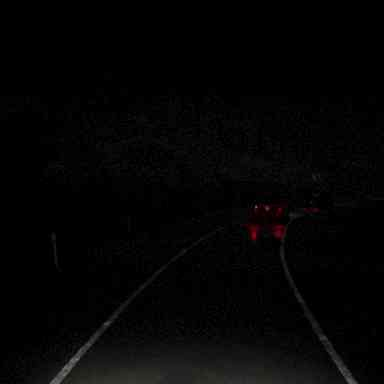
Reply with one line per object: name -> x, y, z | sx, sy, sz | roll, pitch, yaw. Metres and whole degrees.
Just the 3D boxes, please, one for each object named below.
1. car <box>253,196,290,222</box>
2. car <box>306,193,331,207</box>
car -> 5.983, 1.097, 24.751 | 2.097, 1.767, 4.553 | 2, 2, 23
car -> 14.718, 0.851, 38.644 | 1.812, 1.442, 4.674 | 3, 4, 39
